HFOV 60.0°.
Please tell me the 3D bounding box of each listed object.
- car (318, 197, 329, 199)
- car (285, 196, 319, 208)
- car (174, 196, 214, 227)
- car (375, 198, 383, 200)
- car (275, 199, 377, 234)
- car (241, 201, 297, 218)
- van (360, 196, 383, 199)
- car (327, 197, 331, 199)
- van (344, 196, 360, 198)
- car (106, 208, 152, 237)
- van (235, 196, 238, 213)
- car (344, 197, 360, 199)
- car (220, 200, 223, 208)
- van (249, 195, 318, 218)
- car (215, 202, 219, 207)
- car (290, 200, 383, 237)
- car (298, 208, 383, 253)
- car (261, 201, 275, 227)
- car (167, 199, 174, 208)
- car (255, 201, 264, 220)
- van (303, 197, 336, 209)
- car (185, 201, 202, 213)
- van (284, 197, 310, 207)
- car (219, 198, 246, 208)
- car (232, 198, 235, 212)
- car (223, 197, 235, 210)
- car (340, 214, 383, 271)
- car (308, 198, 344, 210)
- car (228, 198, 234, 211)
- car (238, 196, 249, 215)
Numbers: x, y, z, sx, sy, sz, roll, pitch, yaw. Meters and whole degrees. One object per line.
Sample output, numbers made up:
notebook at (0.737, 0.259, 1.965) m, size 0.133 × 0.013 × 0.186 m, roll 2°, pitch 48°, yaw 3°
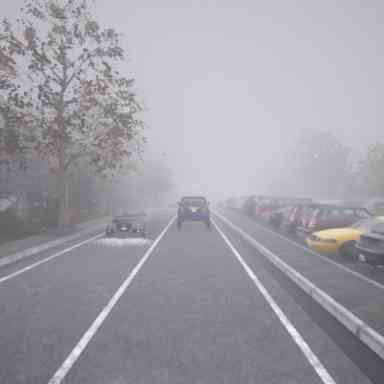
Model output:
car at (20.200, 1.814, 44.868) m, size 5.008 × 1.535 × 2.097 m, roll 0°, pitch -1°, yaw 0°
car at (20.275, 1.864, 61.488) m, size 5.566 × 2.045 × 2.435 m, roll 0°, pitch -1°, yaw 0°
car at (0.118, 1.293, 23.458) m, size 2.150 × 2.045 × 5.566 m, roll 0°, pitch -1°, yaw 0°
car at (20.175, 1.570, 31.020) m, size 5.008 × 1.535 × 2.097 m, roll 0°, pitch -1°, yaw 0°
car at (7.025, 1.399, 17.348) m, size 4.553 × 1.767 × 2.185 m, roll 0°, pitch 0°, yaw 0°
car at (7.120, 1.605, 31.202) m, size 4.792 × 1.488 × 2.163 m, roll 0°, pitch -1°, yaw 0°
van at (20.060, 1.394, 33.794) m, size 4.442 × 1.987 × 1.878 m, roll 0°, pitch -1°, yaw 0°
car at (20.192, 1.767, 42.098) m, size 4.892 × 1.521 × 2.231 m, roll 0°, pitch -1°, yaw 0°
van at (20.308, 1.491, 39.332) m, size 4.442 × 1.987 × 1.878 m, roll 0°, pitch -1°, yaw 0°
car at (-3.336, 1.606, 18.260) m, size 1.994 × 1.385 × 4.181 m, roll 0°, pitch 0°, yaw 0°
van at (6.981, 1.398, 33.989) m, size 4.442 × 1.987 × 1.878 m, roll 0°, pitch -1°, yaw 0°
car at (20.000, 1.665, 36.558) m, size 5.366 × 1.575 × 1.946 m, roll 0°, pitch -1°, yaw 0°
car at (7.142, 1.957, 50.638) m, size 4.674 × 1.452 × 2.002 m, roll 0°, pitch -1°, yaw 0°
van at (6.960, 1.311, 25.677) m, size 4.442 × 1.987 × 1.878 m, roll 0°, pitch 0°, yaw 0°
car at (7.125, 1.764, 56.195) m, size 5.566 × 2.045 × 2.435 m, roll 0°, pitch -1°, yaw 0°
car at (7.018, 1.395, 14.572) m, size 4.553 × 1.767 × 2.185 m, roll 0°, pitch 0°, yaw 0°
car at (6.857, 1.513, 11.796) m, size 5.366 × 1.575 × 1.946 m, roll 0°, pitch 0°, yaw 0°
car at (7.057, 1.529, 20.124) m, size 5.008 × 1.535 × 2.097 m, roll 0°, pitch 0°, yaw 0°
car at (-3.220, 2.096, 58.817) m, size 1.837 × 1.490 × 4.892 m, roll 0°, pitch -1°, yaw 1°
car at (7.073, 1.573, 22.900) m, size 4.674 × 1.452 × 2.002 m, roll 0°, pitch 0°, yaw 0°
van at (20.343, 1.735, 53.181) m, size 4.442 × 1.987 × 1.878 m, roll 0°, pitch -1°, yaw 0°
car at (0.149, 1.843, 42.657) m, size 2.033 × 1.411 × 5.357 m, roll 0°, pitch -1°, yaw 0°
van at (20.372, 1.957, 64.378) m, size 4.442 × 1.987 × 1.878 m, roll 0°, pitch -1°, yaw 0°
car at (7.192, 1.941, 58.964) m, size 4.553 × 1.767 × 2.185 m, roll 0°, pitch -1°, yaw 0°
car at (7.108, 1.713, 36.759) m, size 4.674 × 1.452 × 2.002 m, roll 0°, pitch -1°, yaw 0°
car at (7.131, 1.819, 45.087) m, size 5.008 × 1.535 × 2.097 m, roll 0°, pitch -1°, yaw 0°
car at (7.029, 1.513, 9.019) m, size 4.892 × 1.521 × 2.231 m, roll 0°, pitch 0°, yaw 0°
car at (20.188, 1.786, 50.411) m, size 4.553 × 1.767 × 2.185 m, roll 0°, pitch -1°, yaw 0°
car at (7.082, 1.751, 39.537) m, size 4.792 × 1.488 × 2.163 m, roll 0°, pitch -1°, yaw 0°
car at (7.112, 1.290, 28.453) m, size 5.566 × 2.045 × 2.435 m, roll 0°, pitch 0°, yaw 0°
